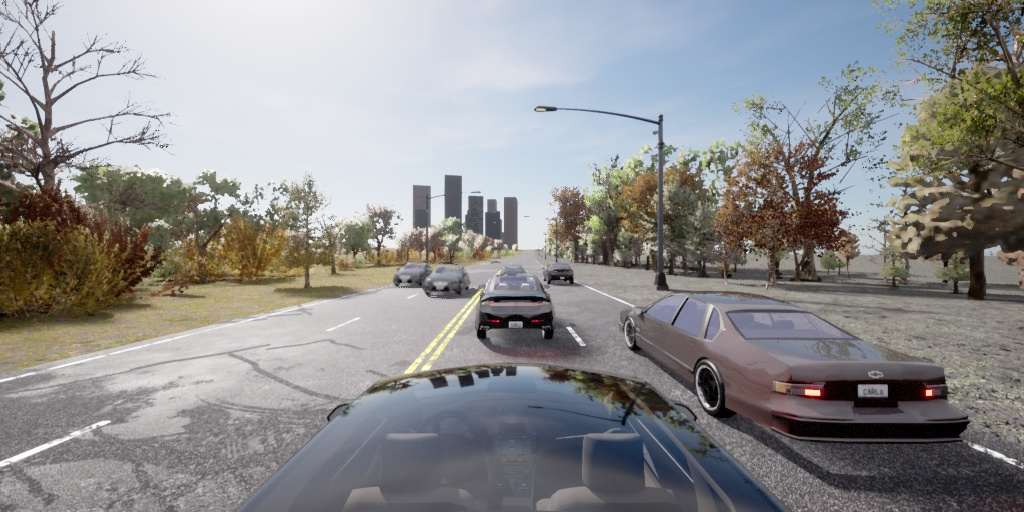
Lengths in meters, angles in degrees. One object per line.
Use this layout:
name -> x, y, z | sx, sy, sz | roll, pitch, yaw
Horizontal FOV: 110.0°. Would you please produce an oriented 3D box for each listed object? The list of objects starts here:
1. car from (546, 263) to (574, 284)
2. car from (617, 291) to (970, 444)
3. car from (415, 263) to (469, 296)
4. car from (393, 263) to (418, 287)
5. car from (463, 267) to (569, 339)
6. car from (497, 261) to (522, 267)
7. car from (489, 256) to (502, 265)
car -> 3.352, 1.227, 26.452 | 1.837, 1.490, 4.892 | -1, 0, 0
car -> 3.342, 1.281, 5.837 | 2.033, 1.411, 5.357 | 0, 0, 0
car -> -3.387, 1.232, 19.381 | 2.128, 1.511, 4.902 | 0, 0, 0
car -> -6.616, 1.225, 24.586 | 2.128, 1.511, 4.902 | 0, 0, 0
car -> 0.066, 1.240, 10.023 | 2.128, 1.511, 4.902 | 0, 0, 0
car -> 0.103, 1.293, 26.773 | 1.994, 1.385, 4.181 | 0, 0, 0
car -> -2.713, 0.779, 59.982 | 1.812, 1.442, 4.674 | 0, 0, 2
